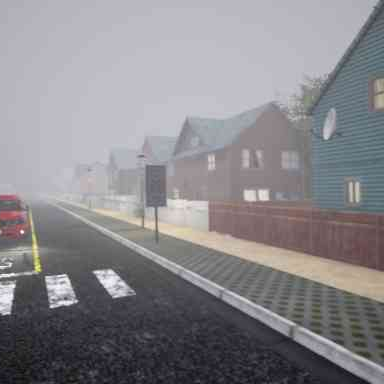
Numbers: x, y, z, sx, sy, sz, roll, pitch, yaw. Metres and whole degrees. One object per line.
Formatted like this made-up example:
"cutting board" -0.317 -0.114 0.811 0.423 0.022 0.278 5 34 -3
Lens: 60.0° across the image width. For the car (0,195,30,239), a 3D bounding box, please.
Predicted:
"car" -9.378 1.237 16.472 2.150 2.045 5.566 -1 3 -26
